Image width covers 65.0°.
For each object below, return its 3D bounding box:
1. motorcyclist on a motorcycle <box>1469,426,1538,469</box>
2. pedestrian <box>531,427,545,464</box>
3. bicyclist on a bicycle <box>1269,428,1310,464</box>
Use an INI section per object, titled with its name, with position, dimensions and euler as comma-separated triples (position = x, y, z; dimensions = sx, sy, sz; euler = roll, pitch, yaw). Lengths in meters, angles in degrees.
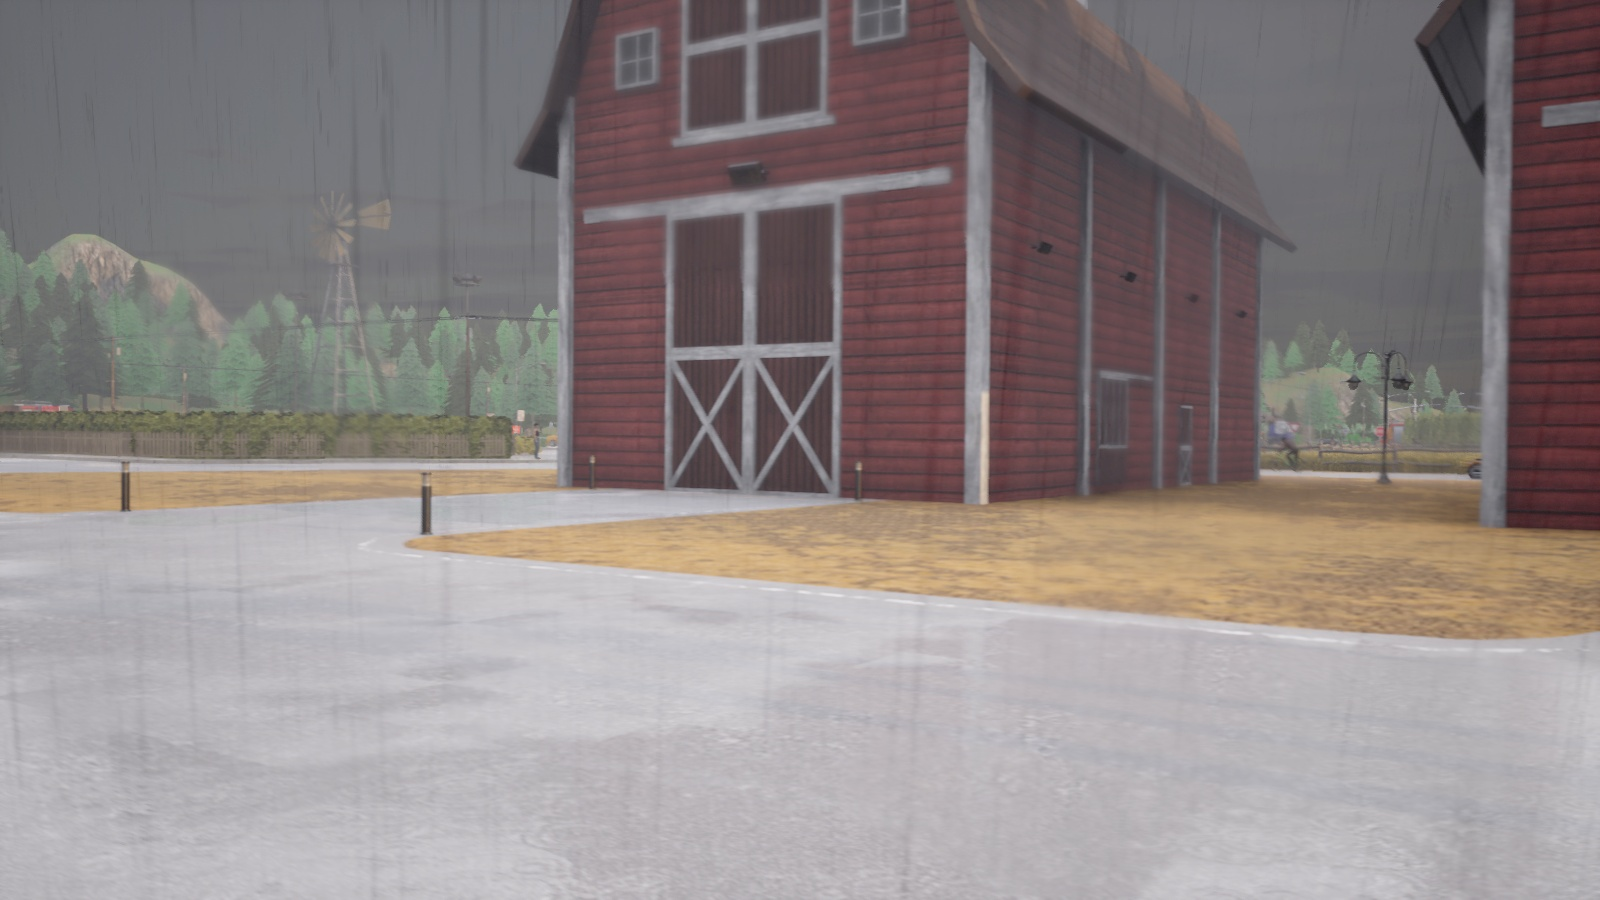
[motorcyclist on a motorcycle]
position = 27.891, -0.111, 49.802
dimensions = 2.350, 1.649, 0.766
euler = 0, 1, 30
[pedestrian]
position = -13.219, -0.218, 63.321
dimensions = 0.594, 1.836, 0.345
euler = 0, 1, 11
[bicyclist on a bicycle]
position = 22.439, -0.166, 57.618
dimensions = 1.656, 1.620, 0.582
euler = 0, 1, 43
